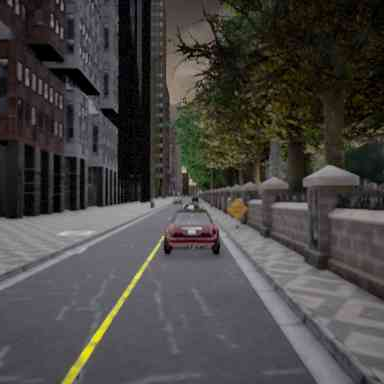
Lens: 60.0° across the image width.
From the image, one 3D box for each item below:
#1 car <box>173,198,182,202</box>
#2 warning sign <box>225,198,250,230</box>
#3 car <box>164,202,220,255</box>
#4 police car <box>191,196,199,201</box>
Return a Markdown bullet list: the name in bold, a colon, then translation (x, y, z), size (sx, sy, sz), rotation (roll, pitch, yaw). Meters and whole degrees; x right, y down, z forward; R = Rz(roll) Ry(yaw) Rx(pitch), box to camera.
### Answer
- **car**: translation (-3.004, 2.050, 71.033), size (1.994, 1.385, 4.181), rotation (0, 0, 0)
- **warning sign**: translation (2.699, 1.293, 19.843), size (1.300, 1.860, 1.060), rotation (-1, -2, 0)
- **car**: translation (0.001, 1.479, 14.087), size (2.097, 1.767, 4.553), rotation (0, -1, 0)
- **police car**: translation (0.894, 2.016, 89.941), size (1.930, 1.638, 5.238), rotation (0, 0, 0)
